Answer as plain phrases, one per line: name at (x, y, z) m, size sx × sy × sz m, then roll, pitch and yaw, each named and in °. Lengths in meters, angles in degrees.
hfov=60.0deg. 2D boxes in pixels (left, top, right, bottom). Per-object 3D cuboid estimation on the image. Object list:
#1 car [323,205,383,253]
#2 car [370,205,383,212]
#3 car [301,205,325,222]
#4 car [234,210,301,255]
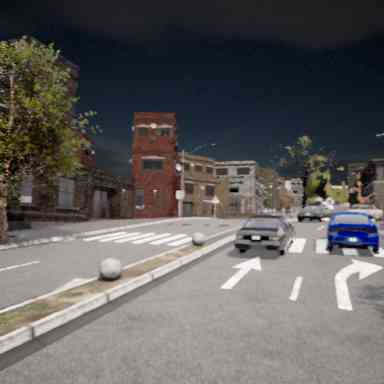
car at (6.916, 1.595, 14.568) m, size 1.882 × 1.535 × 5.008 m, roll -1°, pitch 0°, yaw 23°
car at (13.762, 1.678, 26.463) m, size 1.895 × 1.301 × 4.718 m, roll -3°, pitch -5°, yaw 40°
car at (10.172, 1.721, 27.248) m, size 1.994 × 1.385 × 4.181 m, roll -3°, pitch -3°, yaw 38°
car at (3.259, 1.699, 14.303) m, size 2.033 × 1.411 × 5.357 m, roll -1°, pitch 0°, yaw 22°
